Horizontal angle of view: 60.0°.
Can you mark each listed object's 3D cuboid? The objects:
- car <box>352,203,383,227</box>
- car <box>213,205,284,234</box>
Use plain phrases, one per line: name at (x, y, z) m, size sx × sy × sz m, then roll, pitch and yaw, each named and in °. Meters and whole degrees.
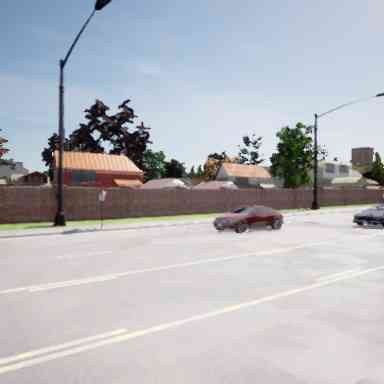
car at (12.591, 1.446, 21.558) m, size 5.357 × 1.411 × 2.033 m, roll -1°, pitch 0°, yaw -35°
car at (3.392, 1.506, 19.305) m, size 4.674 × 1.442 × 1.812 m, roll 0°, pitch 0°, yaw -35°
